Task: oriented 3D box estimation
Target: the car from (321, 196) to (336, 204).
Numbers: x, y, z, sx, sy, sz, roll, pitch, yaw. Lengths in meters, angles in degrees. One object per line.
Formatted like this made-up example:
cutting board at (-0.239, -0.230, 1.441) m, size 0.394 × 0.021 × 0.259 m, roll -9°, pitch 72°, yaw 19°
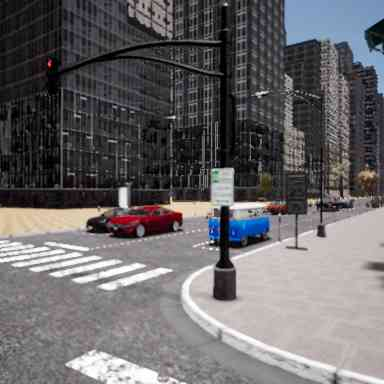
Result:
car at (27.150, 1.581, 65.999) m, size 1.967 × 1.590 × 4.097 m, roll 0°, pitch 0°, yaw 35°

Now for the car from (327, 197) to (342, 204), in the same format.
car at (30.314, 1.699, 70.535) m, size 2.008 × 1.369 × 4.403 m, roll 0°, pitch 0°, yaw 35°

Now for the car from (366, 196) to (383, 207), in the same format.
car at (30.855, 1.723, 56.665) m, size 2.008 × 1.369 × 4.403 m, roll 0°, pitch 0°, yaw 35°

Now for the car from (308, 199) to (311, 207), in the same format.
car at (17.554, 1.647, 52.248) m, size 1.752 × 1.417 × 4.829 m, roll 0°, pitch 0°, yaw 35°

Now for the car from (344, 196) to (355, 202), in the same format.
car at (39.715, 1.700, 84.008) m, size 1.752 × 1.417 × 4.829 m, roll 0°, pitch 0°, yaw 35°

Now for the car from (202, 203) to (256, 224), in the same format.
car at (3.159, 1.657, 27.086) m, size 2.033 × 1.411 × 5.357 m, roll 0°, pitch 0°, yaw 35°

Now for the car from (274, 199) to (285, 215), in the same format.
car at (9.066, 1.717, 35.543) m, size 1.895 × 1.301 × 4.718 m, roll 0°, pitch 0°, yaw 35°

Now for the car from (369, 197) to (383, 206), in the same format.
car at (34.021, 1.730, 61.203) m, size 2.008 × 1.369 × 4.403 m, roll 0°, pitch 0°, yaw 35°

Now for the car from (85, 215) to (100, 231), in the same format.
car at (-4.512, 1.660, 20.627) m, size 1.947 × 1.339 × 4.313 m, roll 0°, pitch 0°, yaw 35°

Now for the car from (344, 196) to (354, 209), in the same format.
car at (22.796, 1.749, 49.818) m, size 1.895 × 1.301 × 4.718 m, roll 0°, pitch 0°, yaw 35°

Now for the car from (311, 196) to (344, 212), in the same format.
car at (16.880, 1.630, 41.267) m, size 2.128 × 1.511 × 4.902 m, roll 0°, pitch 0°, yaw 36°

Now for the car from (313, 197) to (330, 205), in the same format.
car at (23.983, 1.685, 61.462) m, size 2.008 × 1.369 × 4.403 m, roll 0°, pitch 0°, yaw 35°

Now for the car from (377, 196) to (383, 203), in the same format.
car at (42.588, 1.657, 74.073) m, size 1.801 × 1.575 × 5.366 m, roll 0°, pitch 0°, yaw 35°

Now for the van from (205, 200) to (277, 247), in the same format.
van at (2.362, 1.473, 15.830) m, size 1.690 × 1.788 × 3.998 m, roll 0°, pitch 0°, yaw 35°

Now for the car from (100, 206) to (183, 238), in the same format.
car at (-2.508, 1.583, 18.966) m, size 1.882 × 1.535 × 5.008 m, roll 0°, pitch 0°, yaw 34°
